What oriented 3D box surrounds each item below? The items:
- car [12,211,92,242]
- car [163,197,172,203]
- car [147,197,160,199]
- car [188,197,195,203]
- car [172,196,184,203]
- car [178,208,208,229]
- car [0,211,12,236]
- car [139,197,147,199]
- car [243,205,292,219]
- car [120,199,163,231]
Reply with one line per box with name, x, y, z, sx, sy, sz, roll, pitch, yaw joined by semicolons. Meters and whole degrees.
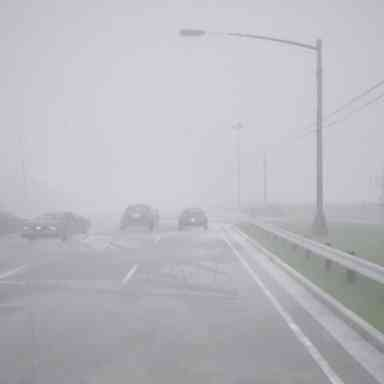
car;-6.923;1.712;17.515;2.033;1.411;5.357;0;-1;0
car;-7.119;2.199;92.327;2.097;1.767;4.553;0;-1;0
car;-10.619;2.337;91.795;1.837;1.490;4.892;0;-1;0
car;-0.119;2.403;92.225;1.994;1.385;4.181;0;-1;0
car;-3.619;2.197;92.287;2.097;1.767;4.553;0;-1;0
car;0.071;1.782;23.348;1.994;1.385;4.181;0;-1;0
car;-10.423;1.711;17.417;2.033;1.411;5.357;0;-1;0
car;-14.119;2.403;92.174;1.994;1.385;4.181;0;-1;0
car;7.482;1.912;33.389;1.895;1.301;4.718;0;-1;-43
car;-3.429;1.564;22.639;2.097;1.767;4.553;0;-1;0
